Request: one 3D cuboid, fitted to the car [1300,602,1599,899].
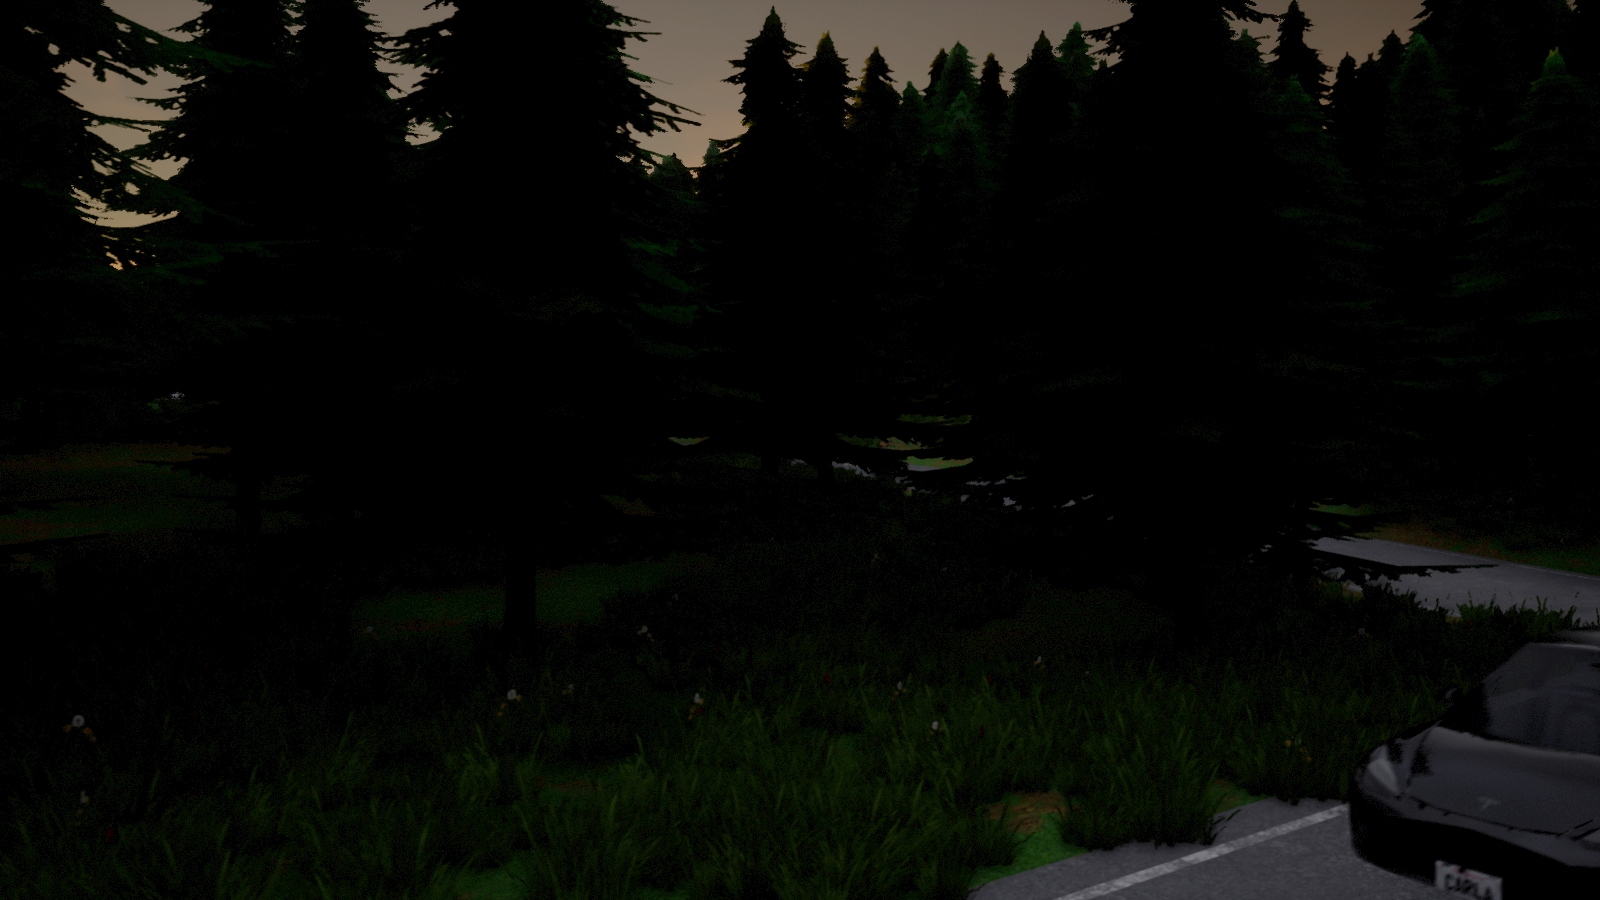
[{"bbox_3d":[5.823,2.050,7.796,4.792,1.488,2.163,0,0,-34],"label":"car"}]
